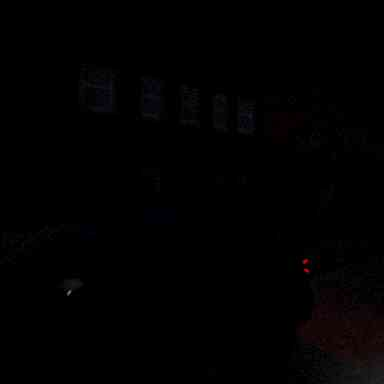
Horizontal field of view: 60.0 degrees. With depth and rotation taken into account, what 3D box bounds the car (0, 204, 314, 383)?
[{"bbox_3d":[-0.898,1.220,3.938,5.566,2.045,2.150,-1,0,-35],"label":"car"}]
